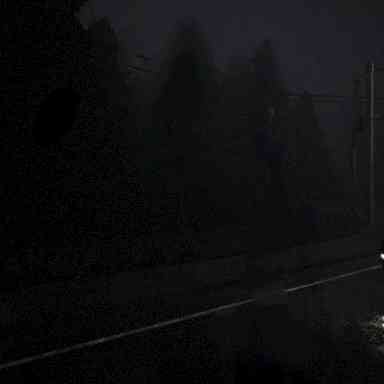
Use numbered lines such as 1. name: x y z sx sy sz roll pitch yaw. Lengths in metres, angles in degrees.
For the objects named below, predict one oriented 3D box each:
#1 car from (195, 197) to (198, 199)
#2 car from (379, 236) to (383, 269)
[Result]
1. car: -0.118 1.601 65.234 4.718 1.301 1.895 0 0 27
2. car: 7.471 1.221 9.473 5.566 2.045 2.150 0 0 -39
